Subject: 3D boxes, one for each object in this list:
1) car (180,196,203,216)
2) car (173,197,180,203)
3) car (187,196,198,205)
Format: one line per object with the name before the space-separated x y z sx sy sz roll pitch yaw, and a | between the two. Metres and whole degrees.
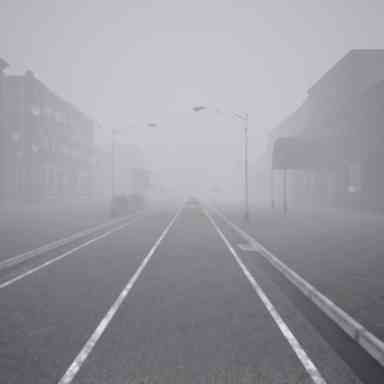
car | 0.088 1.406 31.742 1.801 1.575 5.366 0 0 1
car | -2.904 1.606 68.182 1.895 1.301 4.718 0 0 0
car | 0.088 1.521 58.565 1.837 1.490 4.892 0 -1 0
